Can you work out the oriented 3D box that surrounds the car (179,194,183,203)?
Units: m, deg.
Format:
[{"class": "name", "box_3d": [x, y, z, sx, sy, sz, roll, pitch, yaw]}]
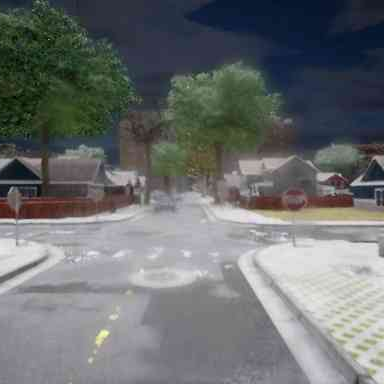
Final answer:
[{"class": "car", "box_3d": [-2.716, 1.141, 60.133, 1.812, 1.442, 4.674, 0, 0, 0]}]

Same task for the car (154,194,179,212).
[{"class": "car", "box_3d": [-2.732, 1.150, 34.692, 2.097, 1.767, 4.553, 0, 0, 0]}]
